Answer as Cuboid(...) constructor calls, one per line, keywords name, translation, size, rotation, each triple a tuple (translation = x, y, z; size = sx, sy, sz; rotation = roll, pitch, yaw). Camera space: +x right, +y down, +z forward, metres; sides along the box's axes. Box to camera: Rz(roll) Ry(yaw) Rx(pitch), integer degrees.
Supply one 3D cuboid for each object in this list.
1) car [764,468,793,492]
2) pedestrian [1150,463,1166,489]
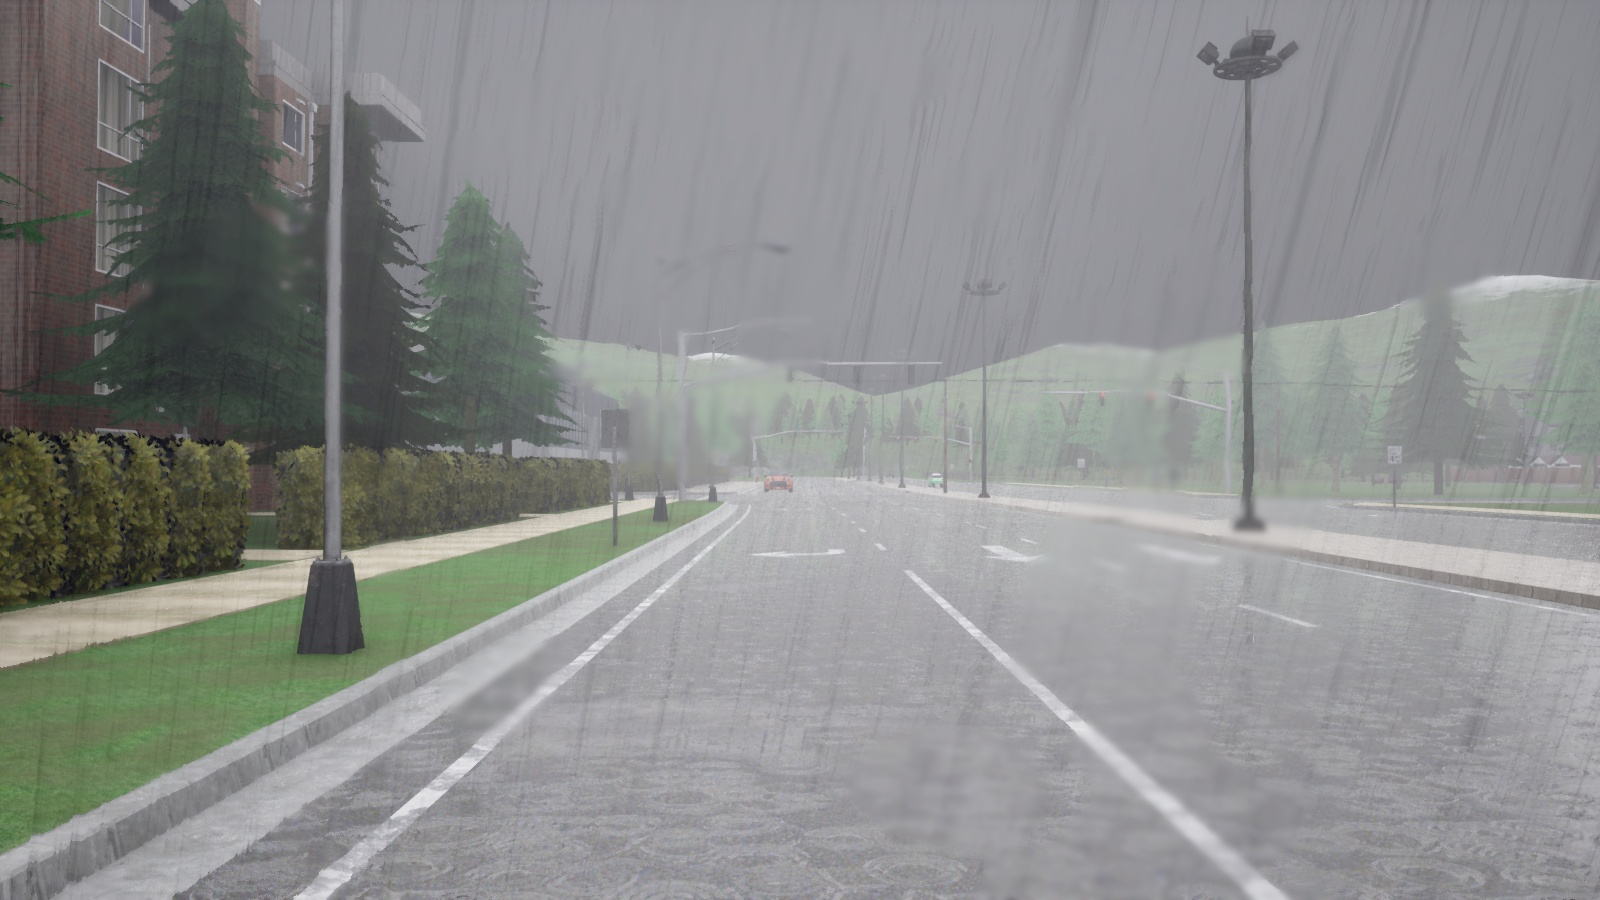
Cuboid(name="car", translation=(-1.571, 2.254, 94.034), size=(2.097, 1.767, 4.553), rotation=(0, -1, 0))
Cuboid(name="pedestrian", translation=(25.404, 1.844, 89.097), size=(0.874, 1.855, 0.900), rotation=(0, -1, 0))
